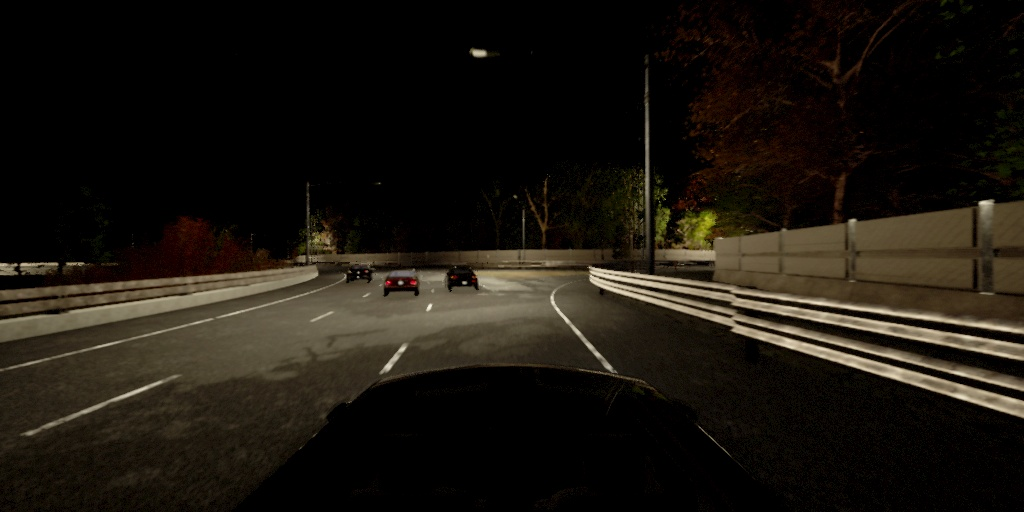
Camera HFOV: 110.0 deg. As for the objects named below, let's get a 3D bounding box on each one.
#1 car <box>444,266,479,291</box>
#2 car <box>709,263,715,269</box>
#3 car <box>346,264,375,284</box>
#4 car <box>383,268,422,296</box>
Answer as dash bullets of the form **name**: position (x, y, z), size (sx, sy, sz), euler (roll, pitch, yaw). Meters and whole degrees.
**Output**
- **car**: position (-3.253, 1.372, 22.807), size (1.812, 1.442, 4.674), euler (0, 0, -14)
- **car**: position (32.231, 1.281, 54.790), size (4.181, 1.385, 1.994), euler (0, 0, -23)
- **car**: position (-12.558, 1.426, 29.805), size (2.128, 1.511, 4.902), euler (0, 0, -18)
- **car**: position (-6.133, 1.405, 20.320), size (2.033, 1.411, 5.357), euler (0, 0, -14)
